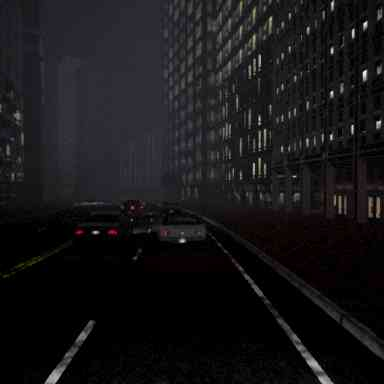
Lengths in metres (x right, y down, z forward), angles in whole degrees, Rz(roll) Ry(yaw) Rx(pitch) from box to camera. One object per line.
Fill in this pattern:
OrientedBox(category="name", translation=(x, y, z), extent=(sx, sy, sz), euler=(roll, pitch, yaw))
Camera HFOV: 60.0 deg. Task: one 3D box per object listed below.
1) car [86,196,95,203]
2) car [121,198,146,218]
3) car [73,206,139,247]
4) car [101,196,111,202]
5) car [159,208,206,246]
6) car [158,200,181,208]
OrientedBox(category="car", translation=(-21.864, 1.579, 71.721), extent=(1.895, 1.301, 4.718), euler=(0, 0, -18))
OrientedBox(category="car", translation=(-5.274, 1.362, 29.908), extent=(2.097, 1.767, 4.553), euler=(0, 0, -8))
OrientedBox(category="car", translation=(-3.762, 1.559, 14.907), extent=(2.033, 1.411, 5.357), euler=(0, 0, -4))
OrientedBox(category="car", translation=(-18.820, 1.501, 72.862), extent=(2.033, 1.411, 5.357), euler=(0, 0, -18))
OrientedBox(category="car", translation=(-0.522, 1.608, 15.155), extent=(1.895, 1.301, 4.718), euler=(0, 0, -4))
OrientedBox(category="car", translation=(-2.056, 1.472, 30.372), extent=(1.882, 1.535, 5.008), euler=(0, 0, -8))
